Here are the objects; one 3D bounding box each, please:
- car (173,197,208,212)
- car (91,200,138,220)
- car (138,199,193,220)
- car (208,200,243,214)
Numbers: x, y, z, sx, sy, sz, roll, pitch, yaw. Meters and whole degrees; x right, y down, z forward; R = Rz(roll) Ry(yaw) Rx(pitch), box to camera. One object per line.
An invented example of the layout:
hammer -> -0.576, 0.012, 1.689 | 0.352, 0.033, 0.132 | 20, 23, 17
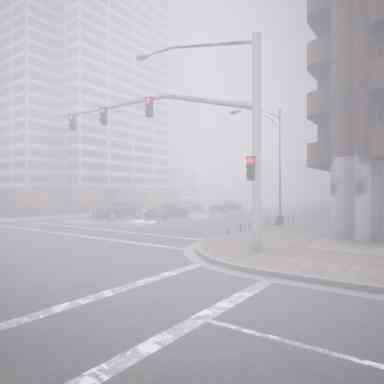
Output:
car -> -0.500, 1.563, 36.290 | 1.994, 1.385, 4.181 | 0, 0, 35
car -> -6.221, 1.504, 28.164 | 1.837, 1.490, 4.892 | 0, 0, 35
car -> -2.111, 1.563, 27.924 | 1.994, 1.385, 4.181 | 0, 0, 35
car -> 3.761, 1.600, 36.259 | 1.895, 1.301, 4.718 | 0, 0, 35
